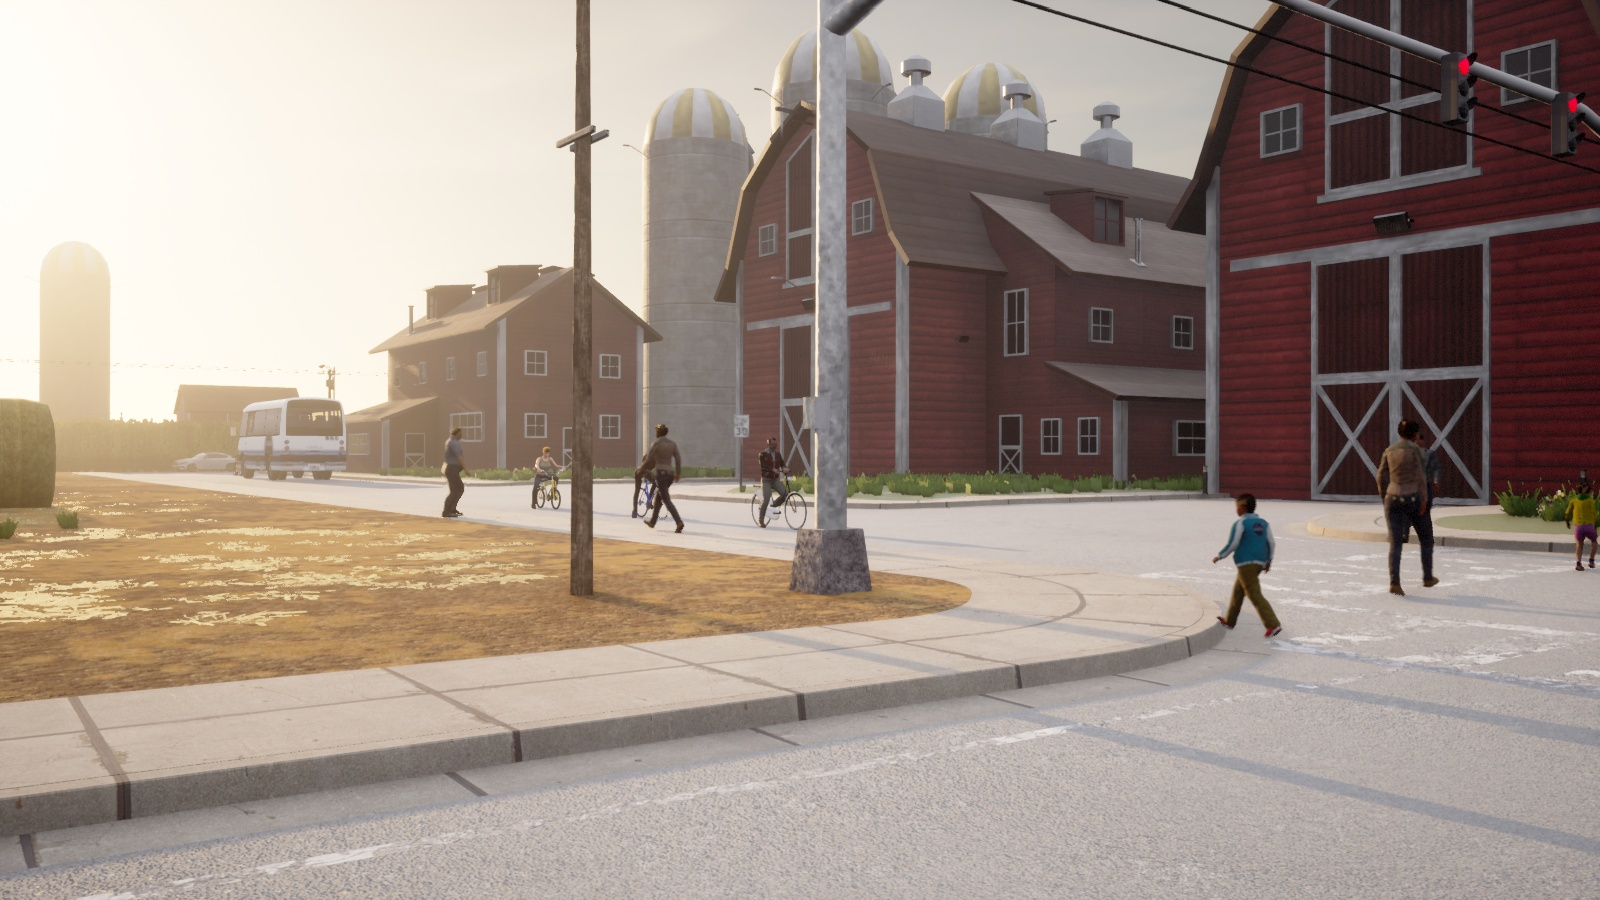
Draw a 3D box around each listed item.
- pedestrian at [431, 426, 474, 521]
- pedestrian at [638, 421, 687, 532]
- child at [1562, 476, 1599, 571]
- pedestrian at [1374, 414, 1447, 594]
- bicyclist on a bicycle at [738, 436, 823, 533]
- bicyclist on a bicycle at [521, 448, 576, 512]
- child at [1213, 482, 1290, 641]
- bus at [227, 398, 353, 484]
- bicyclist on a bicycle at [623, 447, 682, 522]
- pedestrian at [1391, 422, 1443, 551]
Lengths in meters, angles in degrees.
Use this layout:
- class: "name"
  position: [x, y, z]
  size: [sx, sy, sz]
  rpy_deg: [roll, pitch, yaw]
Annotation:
- class: "pedestrian"
  position: [-6.858, 0.455, 24.798]
  size: [0.694, 1.848, 0.540]
  rpy_deg: [0, 0, -31]
- class: "pedestrian"
  position: [-2.277, 0.436, 20.790]
  size: [0.869, 1.805, 0.328]
  rpy_deg: [0, 0, 44]
- class: "child"
  position: [9.841, 0.918, 15.782]
  size: [0.473, 1.160, 0.299]
  rpy_deg: [0, 0, -38]
- class: "pedestrian"
  position: [6.313, 0.538, 12.974]
  size: [0.869, 1.805, 0.328]
  rpy_deg: [0, 0, -39]
- class: "bicyclist on a bicycle"
  position: [-0.399, 0.641, 24.027]
  size: [0.659, 1.776, 1.843]
  rpy_deg: [-1, 0, -36]
- class: "bicyclist on a bicycle"
  position: [-6.515, 0.748, 32.483]
  size: [0.866, 1.612, 1.509]
  rpy_deg: [0, 0, -36]
- class: "child"
  position: [3.533, 0.854, 9.831]
  size: [0.343, 1.192, 0.448]
  rpy_deg: [0, 0, -35]
- class: "bus"
  position: [-27.607, -0.434, 67.604]
  size: [3.944, 4.253, 10.273]
  rpy_deg: [0, 0, -36]
- class: "bicyclist on a bicycle"
  position: [-3.312, 0.747, 28.056]
  size: [0.582, 1.620, 1.656]
  rpy_deg: [0, 0, -36]
- class: "pedestrian"
  position: [9.524, 0.547, 19.389]
  size: [0.788, 1.949, 0.423]
  rpy_deg: [0, 0, -39]
